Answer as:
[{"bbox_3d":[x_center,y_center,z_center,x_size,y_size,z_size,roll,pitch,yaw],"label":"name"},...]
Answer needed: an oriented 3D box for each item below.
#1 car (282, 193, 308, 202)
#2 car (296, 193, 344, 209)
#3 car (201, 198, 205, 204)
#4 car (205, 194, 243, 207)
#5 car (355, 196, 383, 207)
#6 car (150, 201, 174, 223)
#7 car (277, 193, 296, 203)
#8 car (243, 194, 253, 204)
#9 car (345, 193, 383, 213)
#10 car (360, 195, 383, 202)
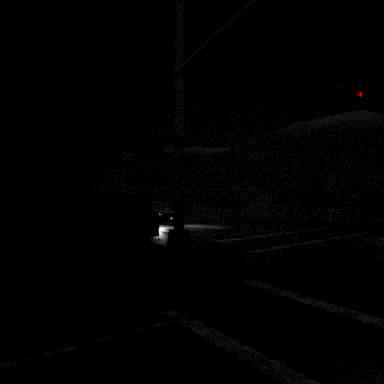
[{"bbox_3d":[20.608,1.097,66.623,1.932,1.855,4.605,0,0,-36],"label":"car"},{"bbox_3d":[15.780,1.097,41.161,1.932,1.855,4.605,0,0,-36],"label":"car"},{"bbox_3d":[3.122,1.232,53.060,1.970,1.475,3.806,0,0,-36],"label":"car"},{"bbox_3d":[4.287,1.298,45.202,2.007,1.523,4.514,0,0,-36],"label":"car"},{"bbox_3d":[26.288,1.298,47.888,2.007,1.523,4.514,0,0,-36],"label":"car"},{"bbox_3d":[-2.626,1.334,22.275,1.812,1.442,4.674,0,0,-36],"label":"car"},{"bbox_3d":[18.496,1.077,64.585,1.905,1.878,3.866,0,0,-36],"label":"car"},{"bbox_3d":[8.131,1.154,57.084,2.152,1.636,5.027,0,0,-36],"label":"car"},{"bbox_3d":[17.730,1.077,32.860,1.905,1.878,3.866,0,0,-36],"label":"car"},{"bbox_3d":[37.680,1.384,69.648,1.970,1.475,3.806,0,0,-36],"label":"car"}]
